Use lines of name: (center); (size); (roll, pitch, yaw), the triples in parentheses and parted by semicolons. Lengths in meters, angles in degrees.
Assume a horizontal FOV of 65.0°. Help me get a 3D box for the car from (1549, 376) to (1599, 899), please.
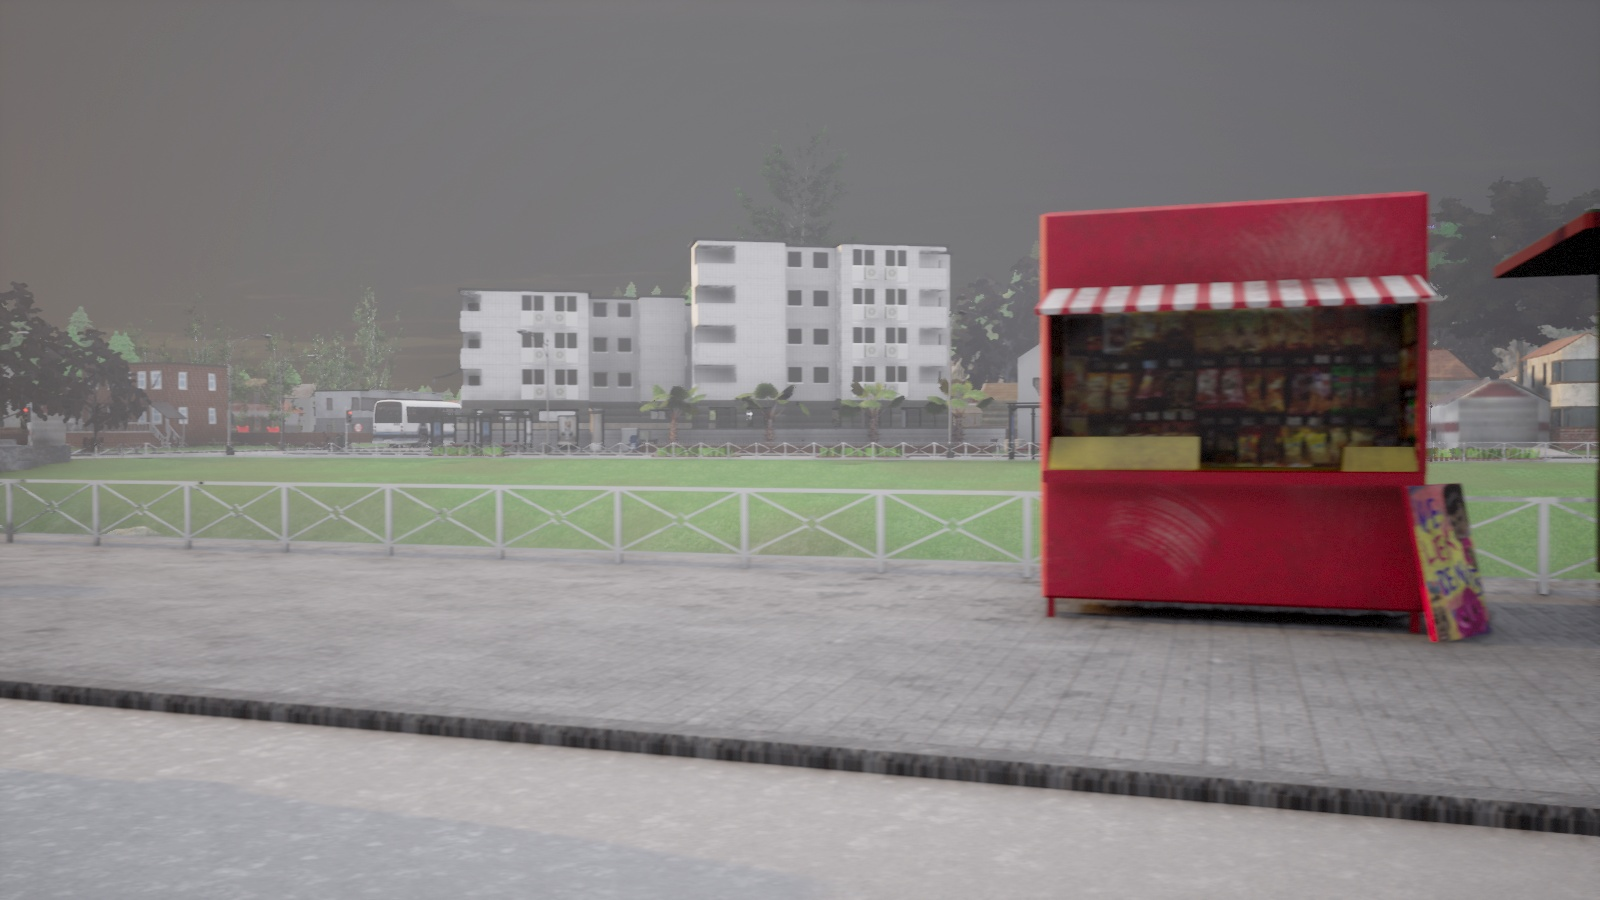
car: (4.271, 0.650, 2.282); (4.611, 1.667, 2.242); (1, 1, 19)
